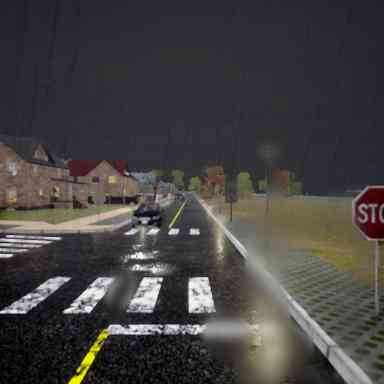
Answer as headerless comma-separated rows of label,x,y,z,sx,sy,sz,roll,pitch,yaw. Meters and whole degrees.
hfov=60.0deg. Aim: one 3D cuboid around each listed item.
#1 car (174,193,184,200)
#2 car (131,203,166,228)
car,-2.909,1.108,74.190,2.150,2.045,5.566,0,0,0
car,-2.796,1.511,22.060,2.128,1.511,4.902,0,0,0
